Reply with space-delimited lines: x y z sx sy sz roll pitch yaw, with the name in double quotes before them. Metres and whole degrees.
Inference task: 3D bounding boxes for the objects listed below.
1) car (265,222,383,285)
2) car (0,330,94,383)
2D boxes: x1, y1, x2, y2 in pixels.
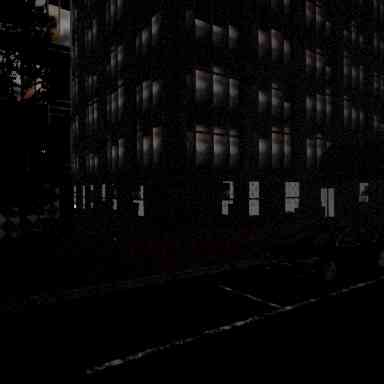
"car" 3.932 1.549 9.401 4.403 1.369 2.008 0 -1 -36
"car" -2.538 1.564 1.561 4.181 1.385 1.994 0 0 -36
